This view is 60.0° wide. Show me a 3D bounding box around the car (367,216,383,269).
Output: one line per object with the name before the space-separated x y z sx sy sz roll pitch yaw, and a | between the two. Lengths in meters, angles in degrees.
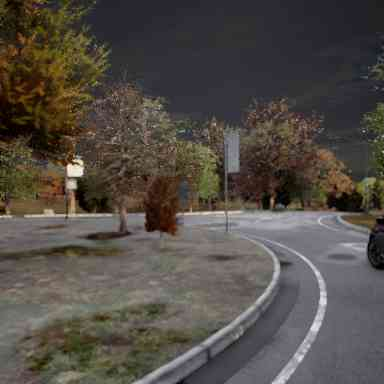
car | 5.804 1.189 7.698 2.150 2.045 5.566 0 0 17
